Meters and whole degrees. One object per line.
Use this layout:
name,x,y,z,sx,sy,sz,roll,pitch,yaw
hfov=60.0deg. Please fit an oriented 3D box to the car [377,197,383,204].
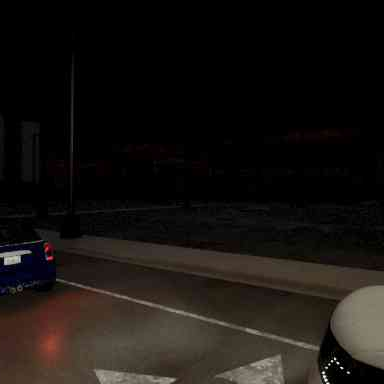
car,39.889,1.735,67.928,2.038,1.542,4.974,1,1,6

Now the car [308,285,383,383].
car,3.455,1.222,1.524,5.566,2.045,2.150,0,0,36

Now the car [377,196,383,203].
car,39.896,1.577,67.978,1.853,1.218,4.536,1,1,6

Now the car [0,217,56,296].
car,-5.220,1.347,7.724,4.553,1.767,2.097,0,0,36
